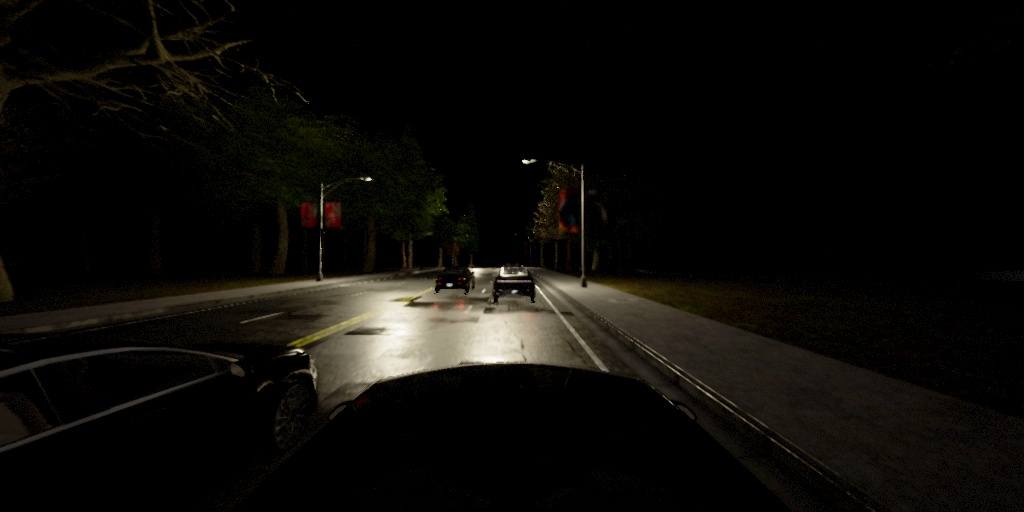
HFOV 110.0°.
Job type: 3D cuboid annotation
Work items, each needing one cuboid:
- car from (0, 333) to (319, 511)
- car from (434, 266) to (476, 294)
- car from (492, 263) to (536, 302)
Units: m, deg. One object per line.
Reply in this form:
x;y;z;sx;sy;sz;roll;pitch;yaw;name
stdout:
-3.149;1.242;2.210;2.128;1.511;4.902;0;0;0;car
-3.158;1.297;20.377;1.812;1.442;4.674;0;0;0;car
0.093;1.253;16.966;2.128;1.511;4.902;0;0;0;car
